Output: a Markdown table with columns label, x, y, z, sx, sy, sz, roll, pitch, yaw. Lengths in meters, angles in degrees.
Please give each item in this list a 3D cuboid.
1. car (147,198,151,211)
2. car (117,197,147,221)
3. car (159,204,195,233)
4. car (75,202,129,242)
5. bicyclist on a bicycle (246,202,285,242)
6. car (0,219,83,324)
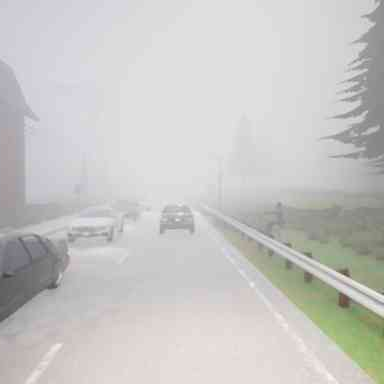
| label | x | y | z | sx | sy | sz | roll | pitch | yaw |
| --- | --- | --- | --- | --- | --- | --- | --- | --- | --- |
| car | -5.429 | 1.232 | 35.404 | 1.812 | 1.442 | 4.674 | 0 | 1 | -3 |
| car | -4.903 | 1.292 | 25.138 | 2.128 | 1.511 | 4.902 | 0 | 1 | -3 |
| car | -0.846 | 1.378 | 18.574 | 2.033 | 1.411 | 5.357 | 0 | 1 | -3 |
| car | -4.397 | 1.412 | 15.795 | 1.812 | 1.442 | 4.674 | 0 | 1 | -3 |
| bicyclist on a bicycle | 3.125 | 1.145 | 13.230 | 1.656 | 1.620 | 0.582 | 41 | -3 | -1 |
| car | -3.878 | 1.521 | 6.238 | 2.033 | 1.411 | 5.357 | 0 | 1 | -3 |
